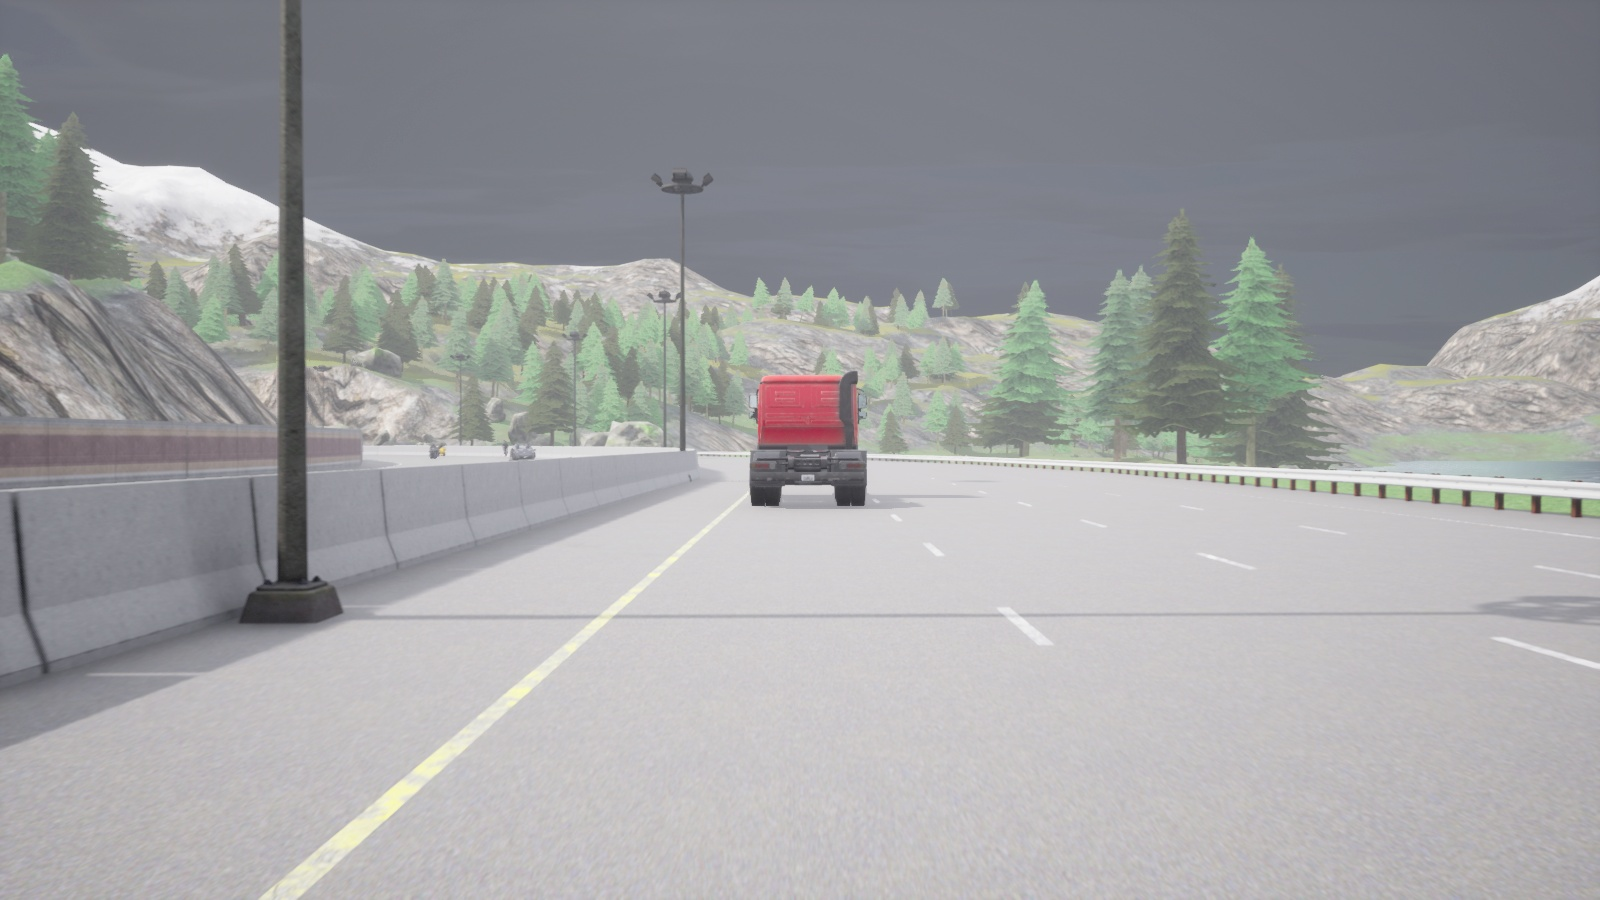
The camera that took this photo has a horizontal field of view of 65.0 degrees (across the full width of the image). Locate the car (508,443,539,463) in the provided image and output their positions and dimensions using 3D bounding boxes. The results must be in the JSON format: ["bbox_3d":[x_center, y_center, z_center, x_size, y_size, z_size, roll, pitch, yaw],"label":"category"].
[{"bbox_3d":[-20.686,0.215,93.870,1.845,1.501,3.633,0,0,-18],"label":"car"}]

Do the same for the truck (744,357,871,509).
[{"bbox_3d":[0.202,-0.419,32.585,2.891,3.462,7.936,0,0,0],"label":"truck"}]
